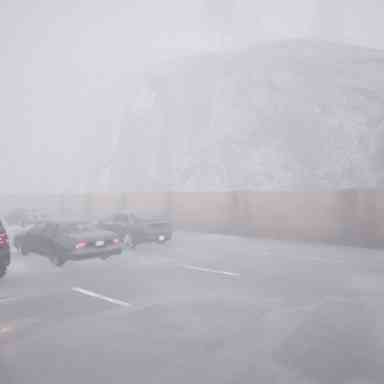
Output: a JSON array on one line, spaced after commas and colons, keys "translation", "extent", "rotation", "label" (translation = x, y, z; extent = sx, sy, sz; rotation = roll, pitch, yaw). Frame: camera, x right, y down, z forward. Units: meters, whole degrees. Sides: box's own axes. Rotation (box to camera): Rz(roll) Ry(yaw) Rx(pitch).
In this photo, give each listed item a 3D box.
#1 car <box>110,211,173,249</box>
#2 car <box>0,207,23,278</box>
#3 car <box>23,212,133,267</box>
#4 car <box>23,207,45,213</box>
[{"translation": [-2.954, 1.618, 15.261], "extent": [4.892, 1.490, 1.837], "rotation": [0, 0, 45], "label": "car"}, {"translation": [-7.036, 1.335, 9.434], "extent": [5.566, 2.045, 2.150], "rotation": [0, 0, 44], "label": "car"}, {"translation": [-4.647, 1.653, 11.993], "extent": [5.357, 1.411, 2.033], "rotation": [-1, 0, 44], "label": "car"}, {"translation": [-12.214, 1.787, 24.667], "extent": [2.033, 1.411, 5.357], "rotation": [0, 0, -44], "label": "car"}]
